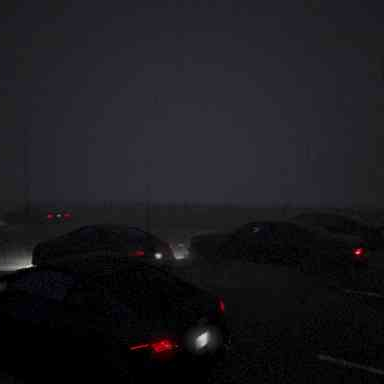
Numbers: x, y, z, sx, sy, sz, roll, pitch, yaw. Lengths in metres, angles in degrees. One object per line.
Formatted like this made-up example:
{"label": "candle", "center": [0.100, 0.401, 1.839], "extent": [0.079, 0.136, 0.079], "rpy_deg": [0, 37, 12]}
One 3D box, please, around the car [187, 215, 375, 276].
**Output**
{"label": "car", "center": [2.516, 1.555, 10.340], "extent": [5.357, 1.411, 2.033], "rpy_deg": [0, 0, 32]}

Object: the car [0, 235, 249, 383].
{"label": "car", "center": [-1.587, 1.567, 4.644], "extent": [4.181, 1.385, 1.994], "rpy_deg": [0, 0, 31]}

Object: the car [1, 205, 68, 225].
{"label": "car", "center": [-10.598, 1.563, 22.447], "extent": [5.357, 1.411, 2.033], "rpy_deg": [0, 0, 31]}

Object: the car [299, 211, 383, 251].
{"label": "car", "center": [4.822, 1.487, 13.033], "extent": [5.008, 1.535, 1.882], "rpy_deg": [0, 0, 31]}

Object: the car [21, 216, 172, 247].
{"label": "car", "center": [-2.538, 1.571, 9.325], "extent": [4.181, 1.385, 1.994], "rpy_deg": [0, 0, 31]}

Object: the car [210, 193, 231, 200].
{"label": "car", "center": [6.483, 1.265, 75.324], "extent": [4.605, 1.855, 1.932], "rpy_deg": [0, 0, 31]}
